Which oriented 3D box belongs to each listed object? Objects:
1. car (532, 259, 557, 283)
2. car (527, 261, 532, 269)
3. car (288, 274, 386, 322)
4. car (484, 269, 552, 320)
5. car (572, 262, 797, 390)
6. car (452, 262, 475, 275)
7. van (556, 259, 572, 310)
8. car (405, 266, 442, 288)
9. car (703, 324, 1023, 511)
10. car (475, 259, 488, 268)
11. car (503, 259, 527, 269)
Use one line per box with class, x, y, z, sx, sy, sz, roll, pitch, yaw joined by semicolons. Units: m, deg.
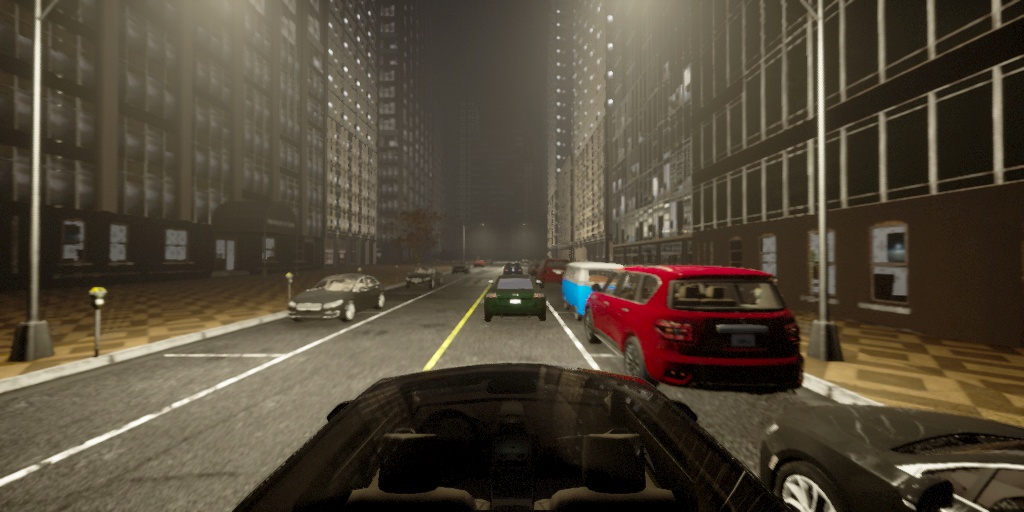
car;2.692;1.083;23.498;2.192;1.841;5.009;0;0;0
car;2.691;1.359;34.781;1.802;1.307;4.207;0;0;0
car;-5.690;1.310;12.190;2.007;1.370;4.403;0;0;0
car;0.099;1.323;12.647;1.994;1.385;4.181;0;0;0
car;2.691;1.069;6.574;2.192;1.841;5.009;0;0;0
car;-5.690;1.331;40.404;2.007;1.370;4.403;0;0;0
van;2.691;1.100;12.216;1.690;1.789;3.998;0;0;0
car;-5.690;1.319;23.475;2.007;1.370;4.403;0;0;0
car;2.691;1.300;0.932;2.007;1.370;4.403;0;0;0
car;-5.690;1.338;62.974;1.888;1.381;4.507;0;0;0
car;0.100;1.324;34.416;2.033;1.411;5.357;0;0;0
